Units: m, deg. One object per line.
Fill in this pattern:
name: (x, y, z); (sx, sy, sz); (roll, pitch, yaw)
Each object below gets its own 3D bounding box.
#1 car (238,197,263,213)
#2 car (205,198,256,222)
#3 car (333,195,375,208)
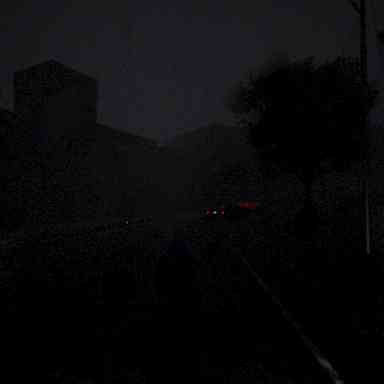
car: (5.116, 1.295, 33.918); (4.553, 1.767, 2.097); (-1, -1, -39)
car: (2.880, 1.490, 25.807); (2.033, 1.411, 5.357); (-2, 0, 29)
car: (17.570, 1.033, 36.167); (4.181, 1.385, 1.994); (-2, -2, -13)
